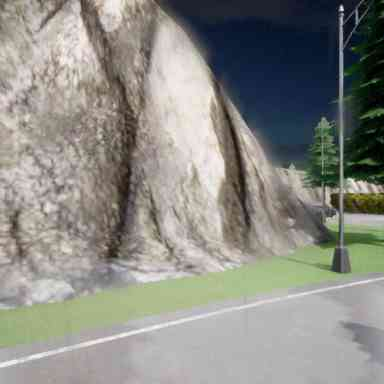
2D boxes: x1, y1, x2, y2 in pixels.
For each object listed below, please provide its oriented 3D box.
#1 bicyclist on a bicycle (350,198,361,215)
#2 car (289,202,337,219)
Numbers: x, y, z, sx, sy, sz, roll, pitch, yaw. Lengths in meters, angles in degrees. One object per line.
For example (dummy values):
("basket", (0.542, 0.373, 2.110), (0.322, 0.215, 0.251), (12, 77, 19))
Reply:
("bicyclist on a bicycle", (16.381, 1.452, 33.343), (1.656, 1.620, 0.582), (0, 0, -28))
("car", (10.567, 1.563, 29.371), (1.994, 1.385, 4.181), (0, 0, -27))
